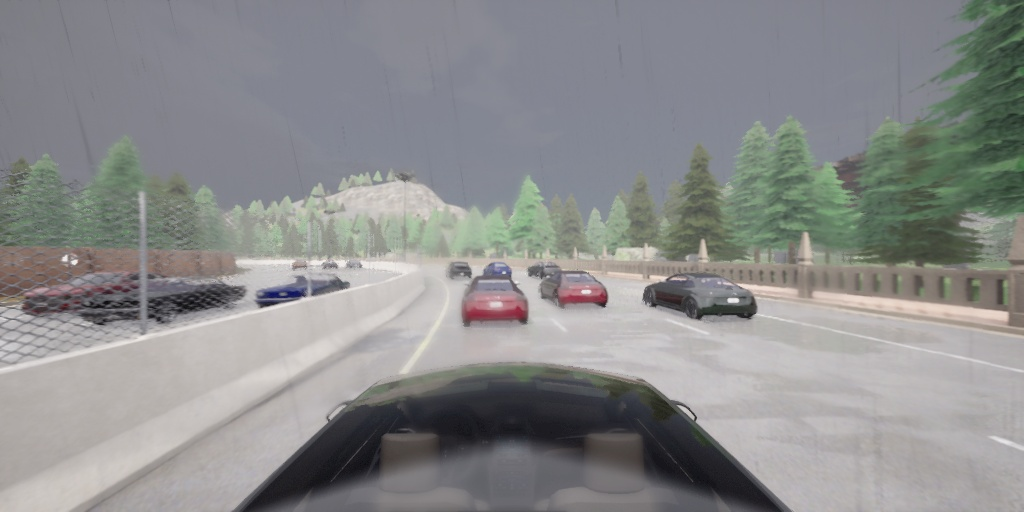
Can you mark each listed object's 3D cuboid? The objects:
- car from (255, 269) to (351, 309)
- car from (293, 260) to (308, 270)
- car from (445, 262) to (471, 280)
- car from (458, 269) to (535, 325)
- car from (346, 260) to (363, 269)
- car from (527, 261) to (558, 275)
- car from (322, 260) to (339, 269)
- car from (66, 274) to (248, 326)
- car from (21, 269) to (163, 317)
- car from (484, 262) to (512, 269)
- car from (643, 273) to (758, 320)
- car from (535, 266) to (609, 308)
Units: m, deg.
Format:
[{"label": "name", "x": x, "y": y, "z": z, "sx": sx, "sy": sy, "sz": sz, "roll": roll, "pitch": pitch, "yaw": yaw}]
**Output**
[{"label": "car", "x": -8.105, "y": 1.371, "z": 14.387, "sx": 1.895, "sy": 1.301, "sz": 4.718, "roll": 0, "pitch": 0, "yaw": -8}, {"label": "car", "x": -31.933, "y": 1.302, "z": 54.264, "sx": 1.882, "sy": 1.535, "sz": 5.008, "roll": 0, "pitch": 0, "yaw": -36}, {"label": "car", "x": -4.755, "y": 1.246, "z": 31.636, "sx": 1.837, "sy": 1.490, "sz": 4.892, "roll": 0, "pitch": 0, "yaw": -17}, {"label": "car", "x": -0.636, "y": 1.307, "z": 11.828, "sx": 1.994, "sy": 1.385, "sz": 4.181, "roll": 0, "pitch": 0, "yaw": -6}, {"label": "car", "x": -24.932, "y": 1.322, "z": 56.586, "sx": 1.812, "sy": 1.442, "sz": 4.674, "roll": 0, "pitch": 0, "yaw": -34}, {"label": "car", "x": 2.718, "y": 1.204, "z": 31.067, "sx": 2.128, "sy": 1.511, "sz": 4.902, "roll": 0, "pitch": 0, "yaw": -15}, {"label": "car", "x": -27.579, "y": 1.356, "z": 54.307, "sx": 2.033, "sy": 1.411, "sz": 5.357, "roll": 0, "pitch": 0, "yaw": -34}, {"label": "car", "x": -11.317, "y": 1.385, "z": 12.133, "sx": 1.895, "sy": 1.301, "sz": 4.718, "roll": 0, "pitch": 0, "yaw": -7}, {"label": "car", "x": -15.091, "y": 1.275, "z": 13.691, "sx": 1.882, "sy": 1.535, "sz": 5.008, "roll": 0, "pitch": 0, "yaw": -9}, {"label": "car", "x": -1.331, "y": 1.253, "z": 32.344, "sx": 1.812, "sy": 1.442, "sz": 4.674, "roll": 0, "pitch": 0, "yaw": -17}, {"label": "car", "x": 6.315, "y": 1.280, "z": 12.556, "sx": 1.994, "sy": 1.385, "sz": 4.181, "roll": 0, "pitch": 0, "yaw": -6}, {"label": "car", "x": 2.473, "y": 1.292, "z": 15.196, "sx": 1.994, "sy": 1.385, "sz": 4.181, "roll": 0, "pitch": 0, "yaw": -8}]
